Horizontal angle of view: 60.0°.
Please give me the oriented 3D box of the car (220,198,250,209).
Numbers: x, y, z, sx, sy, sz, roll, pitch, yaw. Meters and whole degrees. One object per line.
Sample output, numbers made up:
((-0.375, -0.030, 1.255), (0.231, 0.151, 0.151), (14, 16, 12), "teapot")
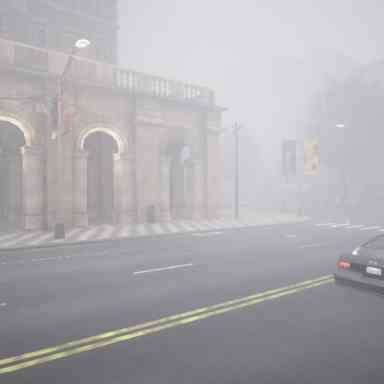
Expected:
((5.804, 1.578, 45.540), (1.812, 1.442, 4.674), (0, 1, -36), "car")

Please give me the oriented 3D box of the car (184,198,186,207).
((-0.743, 1.594, 49.033), (1.895, 1.301, 4.718), (0, 0, -36), "car")

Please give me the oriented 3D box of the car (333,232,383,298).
((5.502, 1.547, 7.796), (5.357, 1.411, 2.033), (0, 0, -36), "car")
